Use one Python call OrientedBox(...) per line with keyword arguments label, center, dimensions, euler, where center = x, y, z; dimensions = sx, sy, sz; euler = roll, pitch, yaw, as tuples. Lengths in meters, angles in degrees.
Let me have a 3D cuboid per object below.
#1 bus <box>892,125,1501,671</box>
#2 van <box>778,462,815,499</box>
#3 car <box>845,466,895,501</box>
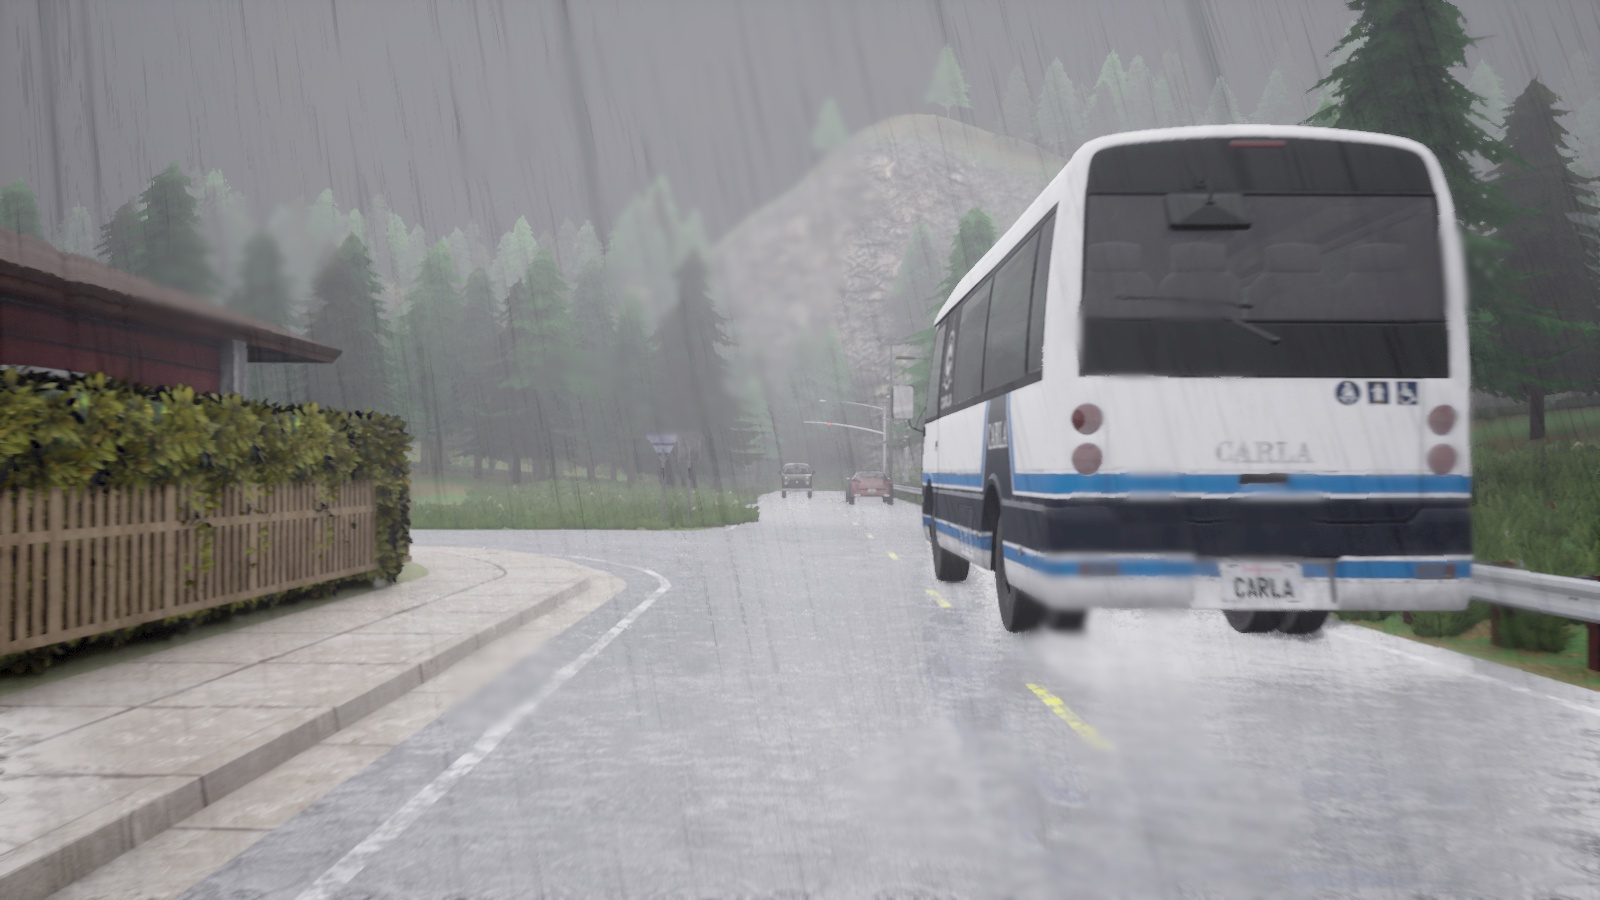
OrientedBox(label="bus", center=(3.458, -0.326, 14.929), dimensions=(3.944, 4.253, 10.273), euler=(0, -1, 0))
OrientedBox(label="van", center=(-0.177, 1.754, 72.623), dimensions=(2.069, 2.038, 4.480), euler=(0, -1, 0))
OrientedBox(label="car", center=(3.351, 1.602, 61.076), dimensions=(2.152, 1.651, 5.027), euler=(0, -1, 0))
